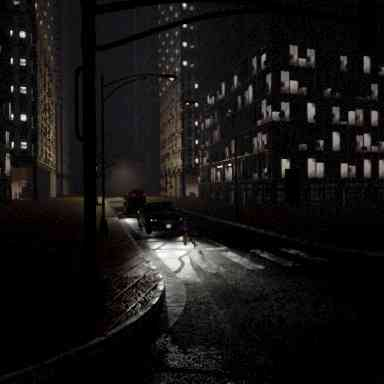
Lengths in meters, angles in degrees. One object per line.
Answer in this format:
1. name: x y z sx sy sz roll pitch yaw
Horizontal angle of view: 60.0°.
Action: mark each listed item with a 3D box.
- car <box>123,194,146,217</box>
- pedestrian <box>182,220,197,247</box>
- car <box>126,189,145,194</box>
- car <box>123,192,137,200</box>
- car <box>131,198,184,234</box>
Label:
1. car: -4.623 1.169 27.509 1.837 1.490 4.892 -1 1 -16
2. pedestrian: -0.126 1.548 12.688 0.500 1.100 0.500 0 0 -16
3. car: -8.317 0.543 50.499 2.150 2.045 5.566 -1 1 -16
4. car: -11.354 0.739 60.773 1.994 1.385 4.181 -1 1 -16
5. car: -1.782 1.293 17.856 2.128 1.511 4.902 -1 1 -16
